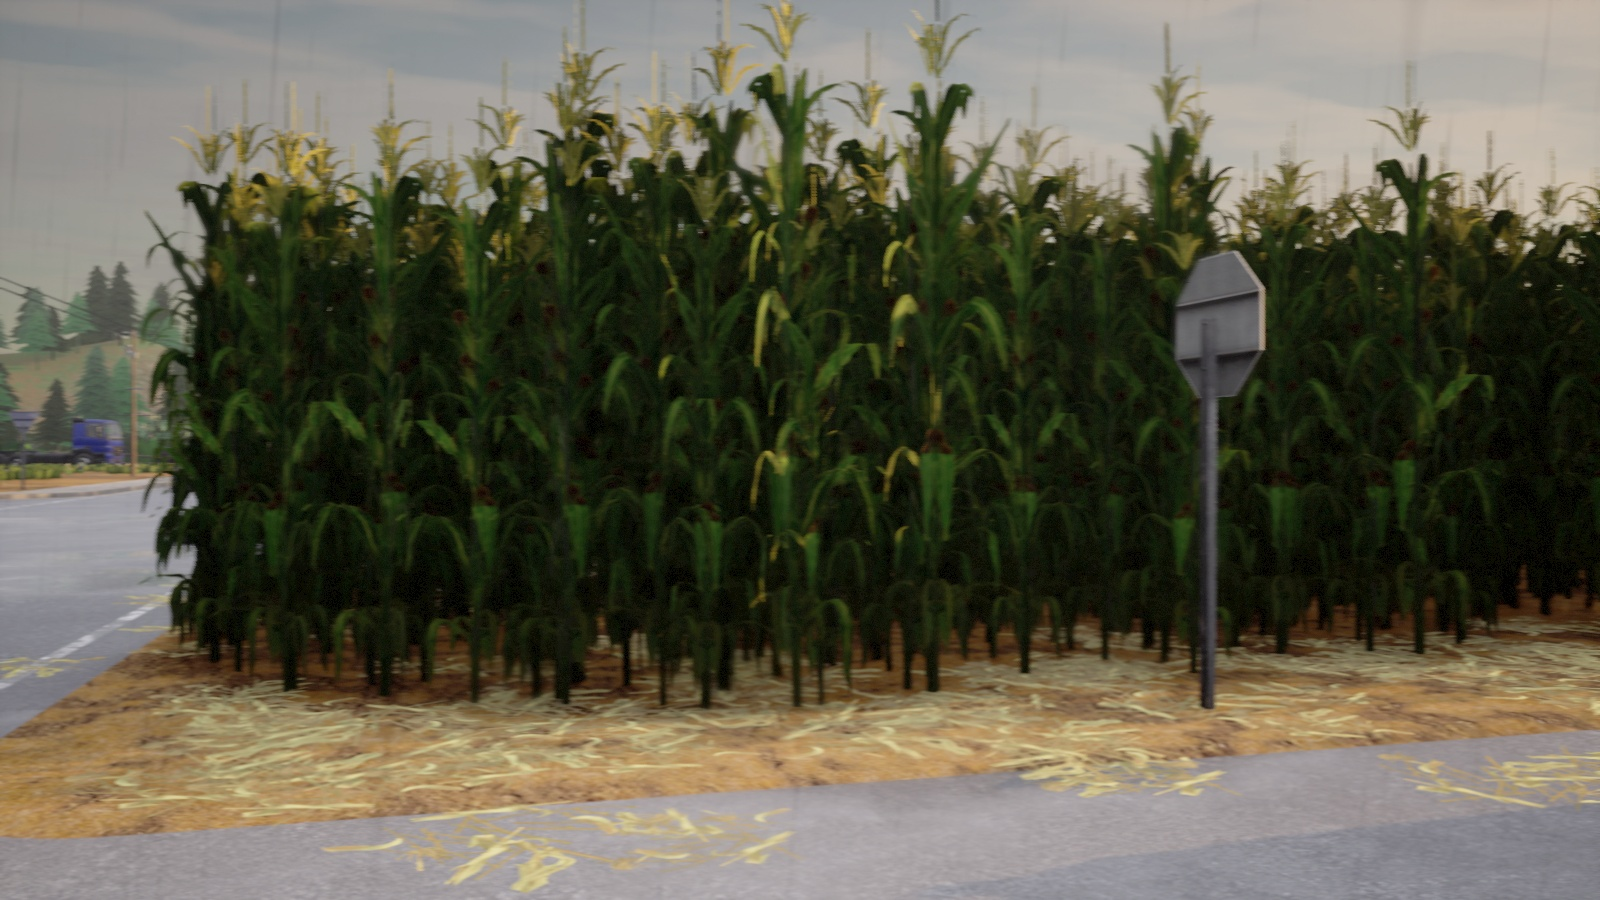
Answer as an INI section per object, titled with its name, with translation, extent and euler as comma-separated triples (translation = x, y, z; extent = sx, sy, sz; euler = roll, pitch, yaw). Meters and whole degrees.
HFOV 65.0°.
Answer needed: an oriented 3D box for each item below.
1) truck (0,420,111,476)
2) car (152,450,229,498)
[truck]
translation = -48.616, -0.130, 79.882
extent = 7.936, 3.462, 2.891
euler = 0, 0, -13
[car]
translation = -20.852, 0.790, 43.084
extent = 1.789, 1.549, 3.705
euler = 0, 0, -16
